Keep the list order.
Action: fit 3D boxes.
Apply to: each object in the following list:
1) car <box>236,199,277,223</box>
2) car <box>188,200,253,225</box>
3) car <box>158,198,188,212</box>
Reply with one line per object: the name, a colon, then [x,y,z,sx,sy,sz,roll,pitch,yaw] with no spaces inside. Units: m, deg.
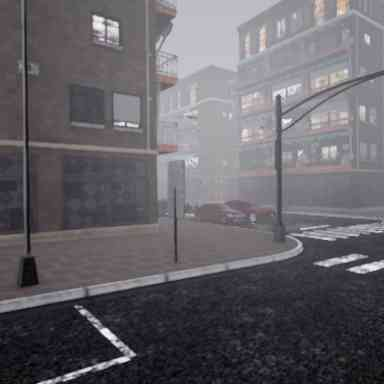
car: [3.915,1.271,24.186,1.882,1.535,5.008,-1,1,-35]
car: [1.831,1.407,22.664,1.802,1.307,4.206,0,1,-35]
car: [-1.835,1.264,32.276,1.994,1.385,4.181,-1,1,-35]
